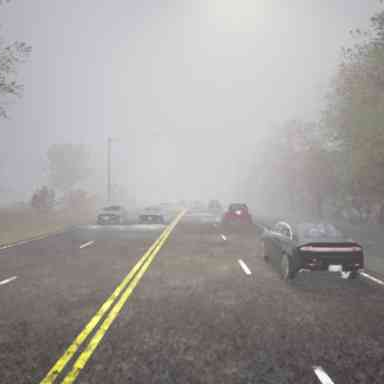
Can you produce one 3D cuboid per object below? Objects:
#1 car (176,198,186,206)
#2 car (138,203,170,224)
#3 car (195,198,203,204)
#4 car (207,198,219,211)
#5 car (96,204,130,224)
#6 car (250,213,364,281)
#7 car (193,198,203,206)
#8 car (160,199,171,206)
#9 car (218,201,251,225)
[{"bbox_3d":[-2.125,2.104,67.629,1.837,1.490,4.892,0,0,2],"label":"car"},{"bbox_3d":[-3.157,1.834,27.081,1.994,1.385,4.181,0,-1,1],"label":"car"},{"bbox_3d":[1.795,2.241,85.471,1.994,1.385,4.181,0,0,2],"label":"car"},{"bbox_3d":[3.312,1.836,49.759,2.097,1.767,4.553,0,0,1],"label":"car"},{"bbox_3d":[-6.404,1.776,27.338,1.837,1.490,4.892,0,-1,1],"label":"car"},{"bbox_3d":[3.377,1.599,10.229,2.128,1.511,4.902,0,-1,0],"label":"car"},{"bbox_3d":[1.184,2.030,69.544,2.128,1.511,4.902,0,0,2],"label":"car"},{"bbox_3d":[-5.374,2.144,67.666,2.033,1.411,5.357,0,0,2],"label":"car"},{"bbox_3d":[3.535,1.626,27.017,2.097,1.767,4.553,0,-1,1],"label":"car"}]
